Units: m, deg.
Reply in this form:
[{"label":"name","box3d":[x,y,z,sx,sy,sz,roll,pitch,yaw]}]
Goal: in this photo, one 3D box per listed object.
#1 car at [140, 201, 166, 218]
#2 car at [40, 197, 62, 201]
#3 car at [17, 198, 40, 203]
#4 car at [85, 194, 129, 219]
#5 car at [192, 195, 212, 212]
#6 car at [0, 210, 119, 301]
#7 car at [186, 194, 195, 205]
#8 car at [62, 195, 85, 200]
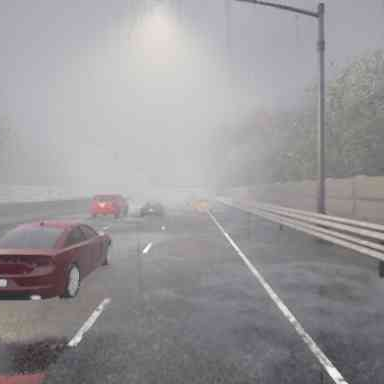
[{"label":"car","box3d":[-3.387,1.483,29.597,1.994,1.385,4.181,0,0,0]},{"label":"car","box3d":[-21.042,1.452,51.008,1.994,1.385,4.181,0,0,0]},{"label":"car","box3d":[-24.535,1.490,50.395,1.895,1.301,4.718,0,0,1]},{"label":"car","box3d":[-6.895,1.143,28.241,2.150,2.045,5.566,0,0,0]},{"label":"car","box3d":[1.236,1.363,36.972,1.801,1.575,5.366,0,0,0]},{"label":"car","box3d":[-3.396,1.453,8.366,1.882,1.535,5.008,0,0,0]},{"label":"car","box3d":[0.017,1.482,55.582,1.895,1.301,4.718,0,0,0]},{"label":"car","box3d":[-17.545,1.241,50.950,2.097,1.767,4.553,0,0,0]}]
